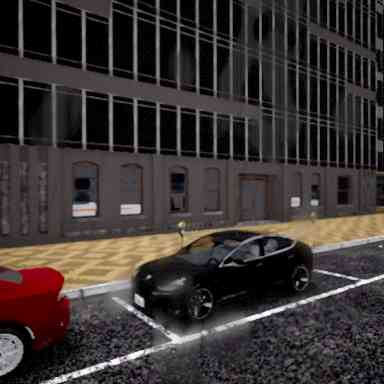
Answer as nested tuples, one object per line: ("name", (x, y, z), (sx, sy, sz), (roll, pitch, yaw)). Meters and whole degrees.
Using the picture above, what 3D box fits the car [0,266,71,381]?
("car", (-3.797, 1.551, 3.849), (4.507, 1.381, 1.887), (0, 0, -35))

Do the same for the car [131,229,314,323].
("car", (0.840, 1.534, 7.152), (4.313, 1.339, 1.947), (0, 0, -35))
